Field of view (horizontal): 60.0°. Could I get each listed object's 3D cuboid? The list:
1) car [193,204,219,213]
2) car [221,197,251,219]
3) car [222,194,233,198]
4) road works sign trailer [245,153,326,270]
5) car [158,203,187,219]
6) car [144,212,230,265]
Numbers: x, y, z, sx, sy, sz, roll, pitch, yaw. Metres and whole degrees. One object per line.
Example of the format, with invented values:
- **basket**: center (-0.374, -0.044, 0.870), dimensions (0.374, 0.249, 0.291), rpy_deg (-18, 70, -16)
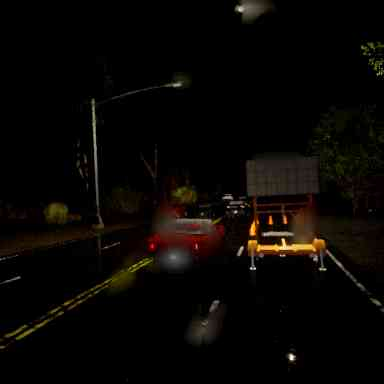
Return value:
- **car**: center (1.413, 1.868, 33.006), dimensions (1.994, 1.385, 4.181), rpy_deg (-3, 0, 13)
- **car**: center (4.042, 1.562, 29.088), dimensions (2.128, 1.511, 4.902), rpy_deg (-2, -4, 13)
- **car**: center (7.821, 1.503, 73.209), dimensions (2.150, 2.045, 5.566), rpy_deg (-3, 0, 14)
- **road works sign trailer**: center (3.079, 0.533, 11.281), dimensions (2.380, 3.560, 2.880), rpy_deg (-3, 0, 13)
- **car**: center (-1.861, 1.926, 33.287), dimensions (1.882, 1.535, 5.008), rpy_deg (-3, 0, 13)
- **car**: center (0.013, 1.604, 11.638), dimensions (1.895, 1.301, 4.718), rpy_deg (-2, -1, 13)
